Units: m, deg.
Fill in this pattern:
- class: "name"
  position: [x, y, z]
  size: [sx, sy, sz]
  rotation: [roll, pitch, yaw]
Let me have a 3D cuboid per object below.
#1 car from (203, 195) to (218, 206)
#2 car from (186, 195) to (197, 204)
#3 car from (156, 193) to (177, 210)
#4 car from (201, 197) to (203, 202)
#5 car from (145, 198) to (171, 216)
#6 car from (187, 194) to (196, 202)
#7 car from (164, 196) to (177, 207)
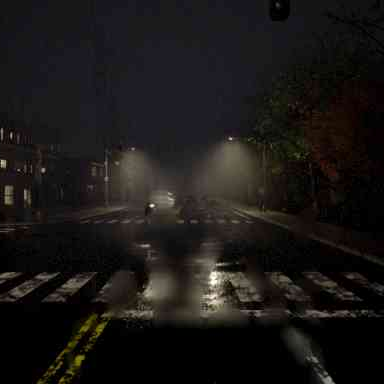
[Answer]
- class: "car"
  position: [3.227, 1.581, 54.596]
  size: [1.895, 1.301, 4.718]
  rotation: [0, 0, 0]
- class: "car"
  position: [-0.144, 1.481, 62.709]
  size: [1.837, 1.490, 4.892]
  rotation: [0, 0, 0]
- class: "car"
  position: [-3.429, 1.207, 43.161]
  size: [2.150, 2.045, 5.566]
  rotation: [0, 0, 0]
- class: "car"
  position: [3.085, 1.494, 73.260]
  size: [2.128, 1.511, 4.902]
  rotation: [0, 0, 0]
- class: "car"
  position: [-3.412, 1.554, 32.760]
  size: [1.994, 1.385, 4.181]
  rotation: [0, 0, 0]
- class: "car"
  position: [-0.167, 1.281, 73.127]
  size: [1.882, 1.535, 5.008]
  rotation: [0, 0, 0]
- class: "car"
  position: [-3.446, 1.485, 53.629]
  size: [1.837, 1.490, 4.892]
  rotation: [0, 0, 0]
